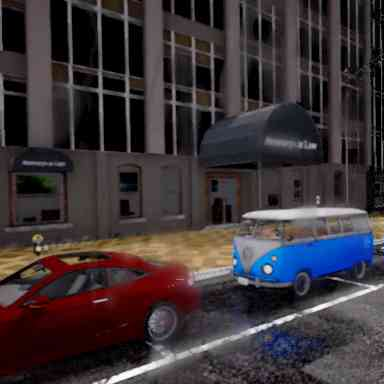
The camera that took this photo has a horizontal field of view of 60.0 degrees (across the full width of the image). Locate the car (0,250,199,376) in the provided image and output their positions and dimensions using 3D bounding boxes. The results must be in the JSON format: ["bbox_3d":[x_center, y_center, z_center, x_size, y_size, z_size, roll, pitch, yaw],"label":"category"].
[{"bbox_3d":[-1.834,1.576,4.804,4.206,1.307,1.802,0,-1,-35],"label":"car"}]

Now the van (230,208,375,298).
[{"bbox_3d":[2.762,1.303,8.084,3.998,1.788,1.690,0,-1,-35],"label":"van"}]
